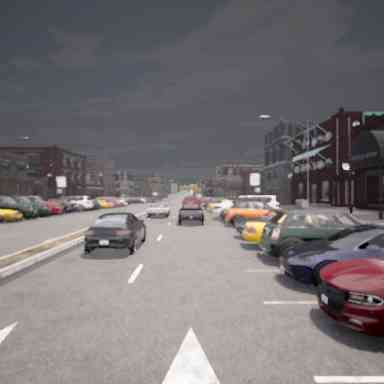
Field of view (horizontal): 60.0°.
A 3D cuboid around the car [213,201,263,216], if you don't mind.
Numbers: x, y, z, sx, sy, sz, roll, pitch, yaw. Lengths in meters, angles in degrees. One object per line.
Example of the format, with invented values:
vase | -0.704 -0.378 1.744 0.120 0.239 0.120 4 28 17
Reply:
car | 4.500 1.657 33.272 4.674 1.452 2.002 0 -1 0

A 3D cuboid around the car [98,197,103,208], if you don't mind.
car | -16.036 1.642 47.132 5.566 2.045 2.435 0 -1 0

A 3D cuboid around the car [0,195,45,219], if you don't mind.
car | -15.877 1.316 27.844 5.566 2.045 2.435 0 -1 0

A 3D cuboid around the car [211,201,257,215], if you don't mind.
car | 4.488 1.697 35.930 4.674 1.452 2.002 0 -1 0

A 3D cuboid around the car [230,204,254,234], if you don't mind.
car | 4.614 1.507 16.488 4.892 1.521 2.231 0 0 0

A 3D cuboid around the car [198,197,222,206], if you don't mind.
car | 4.271 2.267 80.507 5.566 2.045 2.435 0 -1 0

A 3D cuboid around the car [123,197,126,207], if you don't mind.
car | -16.254 2.158 66.430 4.553 1.767 2.185 0 -1 0

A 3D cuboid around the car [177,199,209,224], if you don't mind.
car | -0.057 1.545 25.035 2.128 1.511 4.902 0 0 0

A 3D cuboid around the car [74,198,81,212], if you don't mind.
car | -16.025 1.752 38.857 4.792 1.488 2.163 0 -1 0

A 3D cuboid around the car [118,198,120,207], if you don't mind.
car | -16.175 2.219 60.912 4.674 1.452 2.002 0 -1 0

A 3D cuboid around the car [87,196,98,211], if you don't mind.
car | -16.070 1.583 44.374 5.566 2.045 2.435 0 -1 0

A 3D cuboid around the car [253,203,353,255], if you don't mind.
car | 4.615 1.369 11.047 4.553 1.767 2.185 0 0 -1

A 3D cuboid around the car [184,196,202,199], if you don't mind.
car | -0.170 1.539 43.162 2.150 2.045 5.566 0 -1 0

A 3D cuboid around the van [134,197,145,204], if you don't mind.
van | -16.333 2.481 94.009 4.442 1.987 1.878 0 -1 0

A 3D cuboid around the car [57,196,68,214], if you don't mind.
car | -15.923 1.381 33.353 5.566 2.045 2.435 0 -1 0

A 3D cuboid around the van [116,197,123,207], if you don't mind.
van | -16.084 2.006 63.676 4.442 1.987 1.878 0 -1 0

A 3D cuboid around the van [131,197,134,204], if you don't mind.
van | -16.430 2.247 77.464 4.442 1.987 1.878 0 -1 0

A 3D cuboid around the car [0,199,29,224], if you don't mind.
car | -15.698 1.541 25.090 5.366 1.575 1.946 0 0 0

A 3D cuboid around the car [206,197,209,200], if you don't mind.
car | 4.653 1.704 38.702 5.366 1.575 1.946 0 -1 0

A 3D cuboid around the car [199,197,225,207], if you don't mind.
car | 4.300 2.133 72.172 5.566 2.045 2.435 0 -1 0

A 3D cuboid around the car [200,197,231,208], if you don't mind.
car | 4.298 1.924 60.938 5.566 2.045 2.435 0 -1 0

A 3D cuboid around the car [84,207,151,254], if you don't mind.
car | -2.984 1.545 13.536 1.812 1.442 4.674 0 0 0

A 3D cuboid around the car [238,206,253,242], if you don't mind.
car | 4.811 1.497 13.710 5.366 1.575 1.946 0 0 0

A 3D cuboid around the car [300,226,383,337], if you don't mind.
car | 4.683 1.485 5.498 5.008 1.535 2.097 0 0 0

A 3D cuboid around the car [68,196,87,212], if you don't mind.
car | -16.050 1.650 41.617 4.553 1.767 2.185 0 -1 0

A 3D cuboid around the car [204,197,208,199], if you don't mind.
car | 4.438 1.821 44.256 5.008 1.535 2.097 0 -1 0

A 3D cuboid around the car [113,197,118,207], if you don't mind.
car | -16.340 2.122 58.155 5.366 1.575 1.946 0 -1 0

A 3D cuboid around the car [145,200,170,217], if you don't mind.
car | -3.099 1.721 31.927 1.895 1.301 4.718 0 -1 0

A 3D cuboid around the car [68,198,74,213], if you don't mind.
car | -15.968 1.672 36.107 5.008 1.535 2.097 0 -1 0

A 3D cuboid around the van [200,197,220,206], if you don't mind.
van | 4.135 2.250 77.730 4.442 1.987 1.878 0 -1 0

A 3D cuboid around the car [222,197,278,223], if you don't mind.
car | 4.541 1.396 22.169 4.553 1.767 2.185 0 0 0

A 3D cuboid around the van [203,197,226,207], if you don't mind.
van | 4.416 2.057 66.490 4.442 1.987 1.878 0 -1 0

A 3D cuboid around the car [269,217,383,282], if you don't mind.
car | 4.631 1.519 8.275 4.792 1.488 2.163 0 0 0

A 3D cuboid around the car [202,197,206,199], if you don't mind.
car | 4.374 2.006 52.717 5.008 1.535 2.097 0 -1 0

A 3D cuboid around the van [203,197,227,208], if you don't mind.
van | 4.428 2.007 63.837 4.442 1.987 1.878 0 -1 0

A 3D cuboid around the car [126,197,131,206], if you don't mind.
car | -16.217 2.082 69.191 5.566 2.045 2.435 0 -1 0

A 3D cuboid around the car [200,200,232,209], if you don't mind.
car | 4.160 2.118 58.149 5.366 1.575 1.946 0 -1 0

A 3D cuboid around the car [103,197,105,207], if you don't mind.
car | -16.056 1.827 49.886 4.553 1.767 2.185 0 -1 0

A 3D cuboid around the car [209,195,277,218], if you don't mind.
car | 4.509 1.304 27.723 5.566 2.045 2.435 0 -1 0

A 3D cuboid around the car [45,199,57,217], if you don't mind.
car | -15.900 1.343 30.601 5.566 2.045 2.435 0 -1 0

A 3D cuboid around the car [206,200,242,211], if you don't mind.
car | 4.421 1.886 47.159 4.892 1.521 2.231 0 -1 0

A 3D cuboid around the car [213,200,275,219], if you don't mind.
car | 4.705 1.580 30.501 5.366 1.575 1.946 0 -1 0

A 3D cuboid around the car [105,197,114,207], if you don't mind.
car | -16.318 2.065 55.396 5.366 1.575 1.946 0 -1 0
